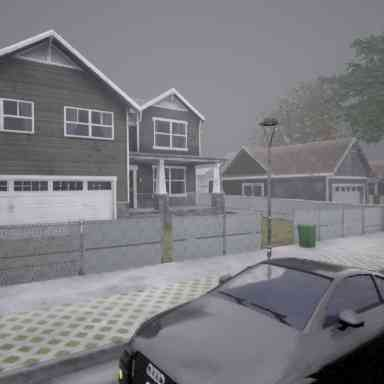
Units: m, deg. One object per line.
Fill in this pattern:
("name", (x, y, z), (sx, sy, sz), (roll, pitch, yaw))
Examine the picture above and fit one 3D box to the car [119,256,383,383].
("car", (1.285, 1.562, 4.014), (4.181, 1.385, 1.994), (0, 0, -36))
